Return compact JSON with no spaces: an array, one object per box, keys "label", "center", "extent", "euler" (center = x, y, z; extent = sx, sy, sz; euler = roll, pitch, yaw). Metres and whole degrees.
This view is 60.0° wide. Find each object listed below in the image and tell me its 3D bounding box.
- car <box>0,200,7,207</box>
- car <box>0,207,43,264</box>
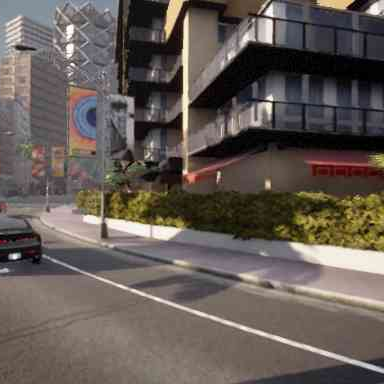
[{"label":"car","center":[-17.516,1.268,29.004],"extent":[2.097,1.767,4.553],"euler":[1,0,-23]},{"label":"car","center":[-6.422,1.477,10.851],"extent":[1.837,1.490,4.892],"euler":[0,1,-42]}]
